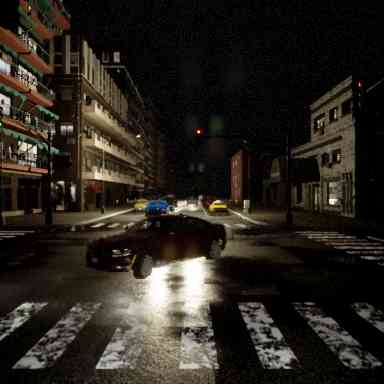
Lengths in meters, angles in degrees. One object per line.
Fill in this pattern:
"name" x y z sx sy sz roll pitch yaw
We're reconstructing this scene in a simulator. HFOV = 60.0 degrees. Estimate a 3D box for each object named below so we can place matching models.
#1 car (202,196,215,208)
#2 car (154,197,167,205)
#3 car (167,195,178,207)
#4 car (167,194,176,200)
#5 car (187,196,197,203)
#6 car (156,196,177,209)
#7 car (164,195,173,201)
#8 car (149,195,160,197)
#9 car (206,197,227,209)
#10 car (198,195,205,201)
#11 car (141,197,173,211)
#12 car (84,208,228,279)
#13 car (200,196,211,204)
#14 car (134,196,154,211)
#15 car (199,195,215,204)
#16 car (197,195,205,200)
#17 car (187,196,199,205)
"car" 2.647 1.608 44.880 1.802 1.307 4.206 0 0 0
"car" -5.751 1.598 61.488 2.008 1.369 4.403 0 0 0
"car" -3.126 1.536 50.008 1.837 1.490 4.892 0 0 0
"car" -5.785 1.426 94.725 2.192 1.841 5.009 0 0 0
"car" -0.026 1.607 70.616 2.033 1.411 5.357 0 0 0
"car" -3.123 1.547 39.940 1.812 1.442 4.674 0 0 0
"car" -5.774 1.527 83.645 1.967 1.590 4.097 0 0 0
"car" -5.739 1.347 50.410 2.192 1.841 5.009 0 0 0
"car" 2.658 1.541 33.972 1.752 1.417 4.829 0 0 0
"car" 2.600 1.624 89.364 1.752 1.417 4.829 0 0 0
"car" -3.131 1.491 30.662 1.882 1.535 5.008 0 0 0
"car" -0.888 1.465 10.321 1.882 1.535 5.008 -1 -1 39
"car" 2.624 1.607 67.037 2.008 1.369 4.403 0 0 0
"car" -5.728 1.546 39.161 1.752 1.417 4.829 0 0 0
"car" 2.642 1.347 50.419 2.192 1.841 5.009 0 0 0
"car" 2.594 1.662 94.733 2.008 1.369 4.403 0 0 0
"car" 0.043 1.644 58.553 1.895 1.301 4.718 0 0 -1
